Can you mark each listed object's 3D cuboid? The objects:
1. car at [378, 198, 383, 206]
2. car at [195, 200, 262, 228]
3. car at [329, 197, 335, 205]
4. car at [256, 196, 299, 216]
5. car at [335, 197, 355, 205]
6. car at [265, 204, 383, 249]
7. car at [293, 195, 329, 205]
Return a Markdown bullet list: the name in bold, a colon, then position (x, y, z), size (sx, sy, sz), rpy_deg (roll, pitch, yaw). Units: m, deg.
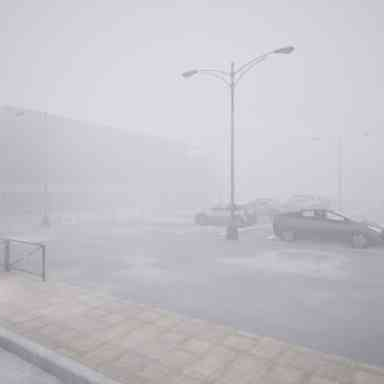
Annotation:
- **car**: position (29.339, 1.575, 48.393), size (3.806, 1.475, 1.970), rpy_deg (0, 0, 35)
- **car**: position (2.129, 1.422, 21.392), size (3.806, 1.475, 1.970), rpy_deg (0, 0, 35)
- **car**: position (14.202, 1.287, 39.938), size (4.605, 1.855, 1.932), rpy_deg (0, 0, 35)
- **car**: position (5.542, 1.343, 26.836), size (5.027, 1.636, 2.152), rpy_deg (0, 0, 35)
- **car**: position (24.966, 1.564, 55.089), size (3.633, 1.501, 1.845), rpy_deg (0, 0, 35)
- **car**: position (5.807, 1.489, 14.351), size (4.514, 1.523, 2.007), rpy_deg (0, 0, 35)
- **car**: position (12.875, 1.267, 37.321), size (3.866, 1.878, 1.905), rpy_deg (0, 0, 35)
